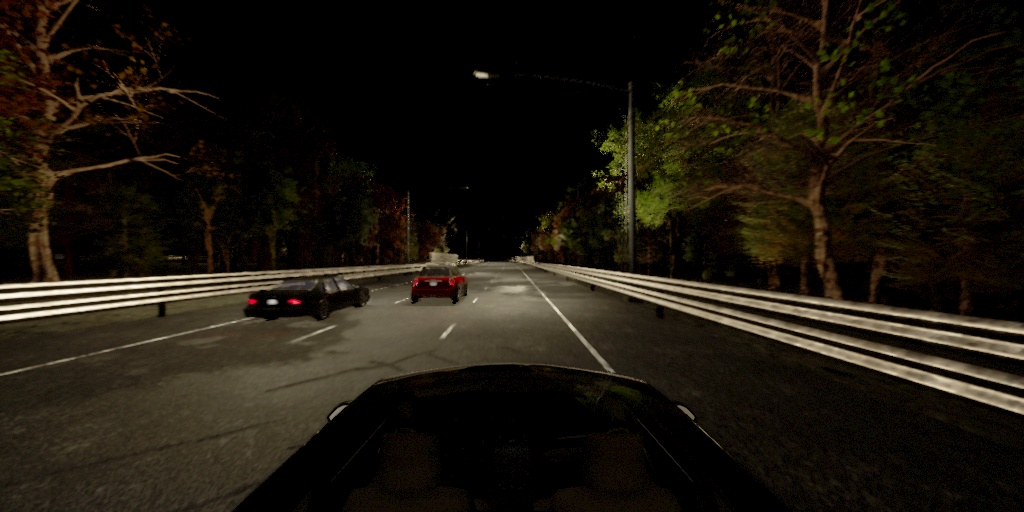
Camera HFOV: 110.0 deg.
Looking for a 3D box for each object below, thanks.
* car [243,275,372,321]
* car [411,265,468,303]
[{"bbox_3d":[-6.907,1.393,12.842,2.033,1.411,5.357,0,0,0],"label":"car"},{"bbox_3d":[-3.411,1.240,17.670,2.097,1.767,4.553,0,0,0],"label":"car"}]
